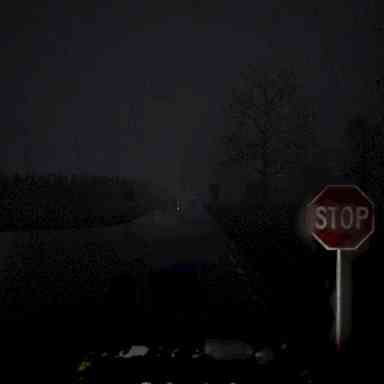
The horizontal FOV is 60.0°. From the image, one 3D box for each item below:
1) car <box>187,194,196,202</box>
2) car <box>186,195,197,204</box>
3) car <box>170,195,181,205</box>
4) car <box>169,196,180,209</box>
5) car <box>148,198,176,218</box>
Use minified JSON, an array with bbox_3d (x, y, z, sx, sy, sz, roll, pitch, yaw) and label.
[{"bbox_3d":[-0.094,1.311,70.345,1.882,1.535,5.008,0,0,0],"label":"car"},{"bbox_3d":[-0.032,1.543,60.323,1.895,1.301,4.718,0,0,1],"label":"car"},{"bbox_3d":[-2.903,1.307,52.985,2.097,1.767,4.553,0,0,0],"label":"car"},{"bbox_3d":[-2.890,1.539,40.926,1.994,1.385,4.181,0,0,1],"label":"car"},{"bbox_3d":[-2.890,1.536,30.795,2.033,1.411,5.357,0,0,0],"label":"car"}]
